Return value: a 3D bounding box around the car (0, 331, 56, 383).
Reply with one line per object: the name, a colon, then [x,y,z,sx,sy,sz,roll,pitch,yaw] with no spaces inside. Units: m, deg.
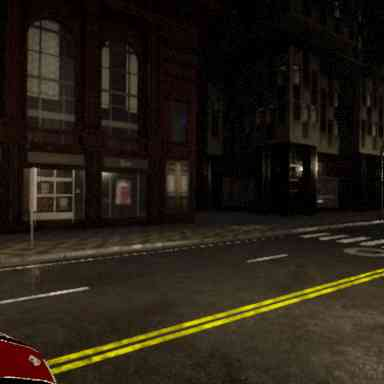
car: [-2.882,1.347,1.385,4.553,1.767,2.097,0,0,-36]
